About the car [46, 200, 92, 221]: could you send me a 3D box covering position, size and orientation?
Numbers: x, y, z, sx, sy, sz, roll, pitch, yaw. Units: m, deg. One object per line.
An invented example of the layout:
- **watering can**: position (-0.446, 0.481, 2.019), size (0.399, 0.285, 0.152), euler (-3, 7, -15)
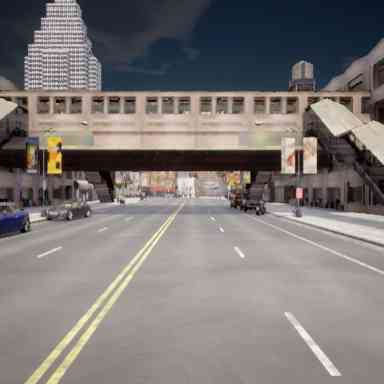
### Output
- **car**: position (-10.005, 1.461, 27.356), size (2.231, 1.521, 4.892), euler (0, 0, 10)

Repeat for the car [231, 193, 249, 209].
- **car**: position (6.680, 1.211, 45.981), size (2.435, 2.045, 5.566), euler (0, 0, 0)

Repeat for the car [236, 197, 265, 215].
- **car**: position (6.725, 1.577, 38.584), size (1.895, 1.301, 4.718), euler (0, 0, 0)

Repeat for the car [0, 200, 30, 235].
- **car**: position (-10.040, 1.333, 16.580), size (2.185, 1.767, 4.553), euler (0, 0, 0)
